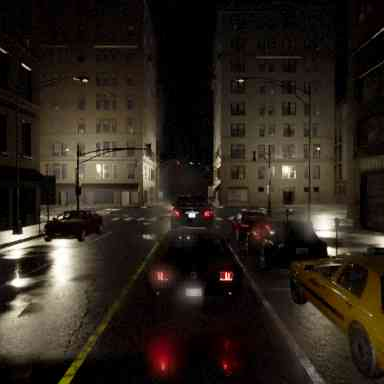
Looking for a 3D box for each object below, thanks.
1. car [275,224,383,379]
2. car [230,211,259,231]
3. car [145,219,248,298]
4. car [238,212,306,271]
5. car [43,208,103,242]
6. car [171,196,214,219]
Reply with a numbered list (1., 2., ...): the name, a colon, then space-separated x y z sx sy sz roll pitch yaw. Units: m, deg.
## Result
1. car: 2.863 1.523 5.296 1.752 1.417 4.829 -1 0 0
2. car: 2.870 1.575 16.298 1.802 1.307 4.206 -1 0 0
3. car: 0.046 1.598 8.467 1.895 1.301 4.718 0 0 0
4. car: 2.867 1.562 10.712 1.947 1.339 4.313 -1 0 0
5. car: -5.675 1.537 16.300 1.887 1.381 4.507 -1 0 0
6. car: 0.002 1.214 18.459 2.150 2.045 5.566 0 0 0
